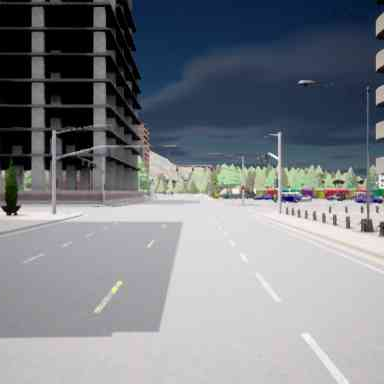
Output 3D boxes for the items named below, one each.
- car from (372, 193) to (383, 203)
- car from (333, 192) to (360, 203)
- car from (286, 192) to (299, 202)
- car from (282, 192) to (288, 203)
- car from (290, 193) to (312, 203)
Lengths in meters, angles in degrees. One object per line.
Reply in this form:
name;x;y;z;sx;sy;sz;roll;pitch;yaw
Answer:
car;39.415;1.427;67.527;3.806;1.475;1.970;0;0;0
car;39.232;1.187;84.424;4.605;1.855;1.932;0;0;0
car;24.267;1.395;76.107;3.905;1.438;1.784;0;0;0
car;24.201;1.185;78.790;4.605;1.855;1.932;0;0;0
car;24.282;1.427;73.212;3.806;1.475;1.970;0;0;0
